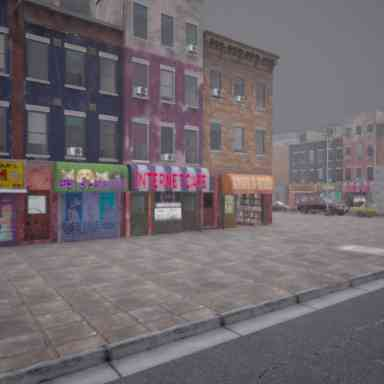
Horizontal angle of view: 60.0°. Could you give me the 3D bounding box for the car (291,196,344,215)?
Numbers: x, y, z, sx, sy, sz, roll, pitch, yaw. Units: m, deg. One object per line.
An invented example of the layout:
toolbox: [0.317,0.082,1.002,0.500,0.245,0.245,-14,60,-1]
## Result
car: [12.930,1.376,33.390,2.192,1.841,5.009,0,0,-35]

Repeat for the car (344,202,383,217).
car: [16.194,1.572,28.813,1.752,1.417,4.829,0,0,-35]

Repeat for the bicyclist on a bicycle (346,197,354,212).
bicyclist on a bicycle: [17.484,1.373,36.729,1.656,1.620,0.582,0,0,-35]

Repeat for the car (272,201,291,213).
car: [9.764,1.658,37.829,1.802,1.307,4.206,0,0,-35]
